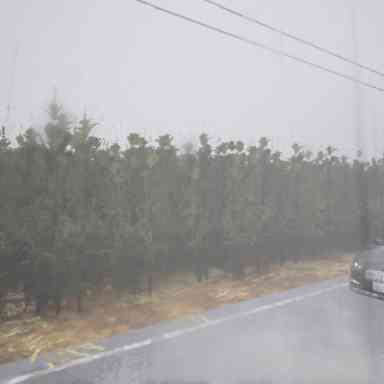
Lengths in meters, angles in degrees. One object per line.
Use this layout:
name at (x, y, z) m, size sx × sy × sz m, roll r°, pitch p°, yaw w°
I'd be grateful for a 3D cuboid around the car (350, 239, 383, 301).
car at (5.520, 1.505, 7.542) m, size 4.902 × 1.511 × 2.128 m, roll 0°, pitch 0°, yaw -35°
